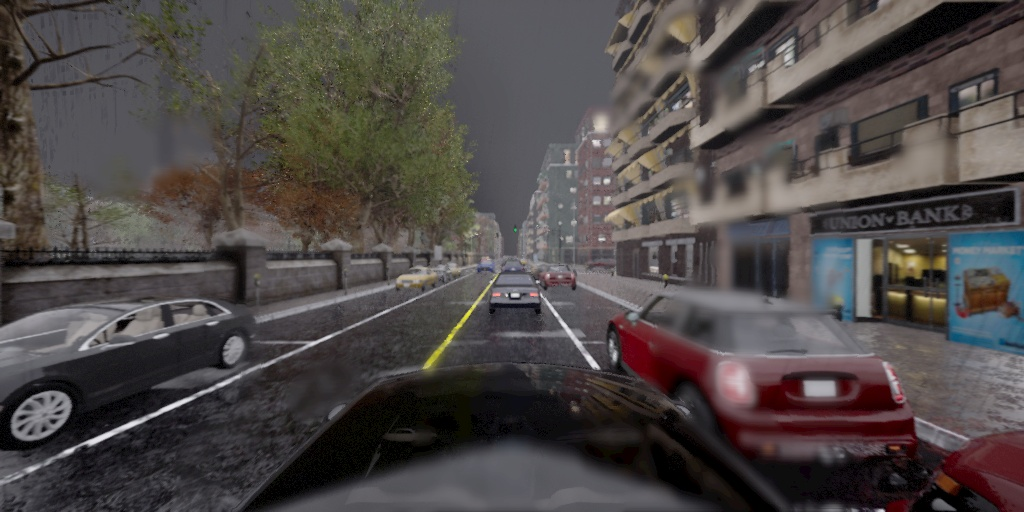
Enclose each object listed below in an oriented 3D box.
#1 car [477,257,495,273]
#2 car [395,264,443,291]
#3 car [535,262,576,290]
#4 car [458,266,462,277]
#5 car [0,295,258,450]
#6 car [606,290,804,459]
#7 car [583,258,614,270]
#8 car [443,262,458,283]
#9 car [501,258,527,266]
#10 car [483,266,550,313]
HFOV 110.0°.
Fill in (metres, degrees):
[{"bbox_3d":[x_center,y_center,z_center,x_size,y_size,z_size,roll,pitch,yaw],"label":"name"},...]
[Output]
[{"bbox_3d":[-3.015,1.211,42.189,1.882,1.535,5.008,0,0,0],"label":"car"},{"bbox_3d":[-5.688,1.262,21.784,1.751,1.417,4.829,0,0,0],"label":"car"},{"bbox_3d":[2.692,1.176,21.954,1.967,1.591,4.097,0,0,0],"label":"car"},{"bbox_3d":[-5.688,1.259,33.045,1.751,1.417,4.829,0,0,0],"label":"car"},{"bbox_3d":[-5.689,1.298,5.064,2.007,1.370,4.403,0,0,0],"label":"car"},{"bbox_3d":[2.691,1.187,5.064,1.967,1.591,4.097,0,0,0],"label":"car"},{"bbox_3d":[14.602,1.321,60.194,5.009,1.841,2.192,0,0,0],"label":"car"},{"bbox_3d":[-5.687,1.285,27.584,2.007,1.370,4.403,0,0,0],"label":"car"},{"bbox_3d":[0.101,1.086,31.269,2.097,1.767,4.553,0,0,0],"label":"car"},{"bbox_3d":[0.102,1.287,13.857,2.033,1.411,5.357,0,0,0],"label":"car"}]
